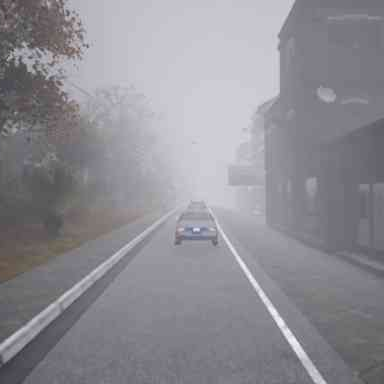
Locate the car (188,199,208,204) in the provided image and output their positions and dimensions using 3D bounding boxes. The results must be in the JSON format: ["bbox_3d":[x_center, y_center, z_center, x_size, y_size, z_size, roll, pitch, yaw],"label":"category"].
[{"bbox_3d":[0.579,1.433,34.611,2.128,1.511,4.902,0,0,1],"label":"car"}]

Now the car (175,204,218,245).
[{"bbox_3d":[0.210,1.522,15.482,2.033,1.411,5.357,0,0,1],"label":"car"}]
